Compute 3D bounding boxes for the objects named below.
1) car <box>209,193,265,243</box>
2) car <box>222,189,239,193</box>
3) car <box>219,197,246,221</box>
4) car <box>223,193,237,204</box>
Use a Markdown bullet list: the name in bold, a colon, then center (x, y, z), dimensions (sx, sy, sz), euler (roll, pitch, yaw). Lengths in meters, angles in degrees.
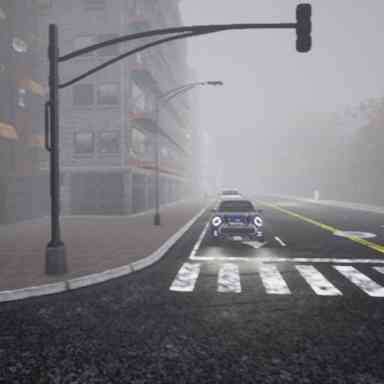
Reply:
- **car**: center (1.911, 1.091, 14.493), dimensions (2.097, 1.767, 4.553), euler (0, 1, 6)
- **car**: center (4.010, 0.712, 34.870), dimensions (2.150, 2.045, 5.566), euler (0, 1, 5)
- **car**: center (2.930, 1.143, 24.377), dimensions (1.812, 1.442, 4.674), euler (0, 1, 6)
- **car**: center (5.216, 0.862, 46.074), dimensions (1.837, 1.490, 4.892), euler (0, 0, 6)
